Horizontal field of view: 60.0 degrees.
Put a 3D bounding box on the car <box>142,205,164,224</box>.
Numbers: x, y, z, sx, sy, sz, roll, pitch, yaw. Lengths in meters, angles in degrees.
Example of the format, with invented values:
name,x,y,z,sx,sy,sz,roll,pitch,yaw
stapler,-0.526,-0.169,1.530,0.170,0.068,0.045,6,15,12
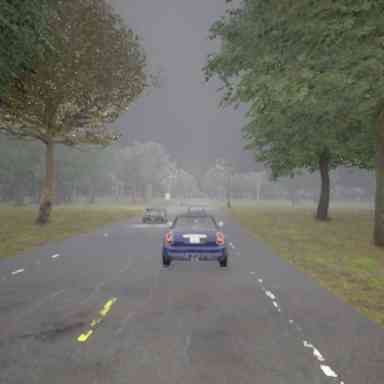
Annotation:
name,x,y,z,sx,sy,sz,roll,pitch,yaw
car,-3.219,1.911,29.194,1.837,1.490,4.892,0,0,-1

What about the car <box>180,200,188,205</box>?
name,x,y,z,sx,sy,sz,roll,pitch,yaw
car,-1.674,2.496,72.496,1.837,1.490,4.892,0,-1,2

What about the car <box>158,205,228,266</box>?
name,x,y,z,sx,sy,sz,roll,pitch,yaw
car,0.127,1.522,12.333,2.097,1.767,4.553,0,-1,1

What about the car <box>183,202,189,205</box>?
name,x,y,z,sx,sy,sz,roll,pitch,yaw
car,0.388,1.889,27.425,1.837,1.490,4.892,0,0,2
